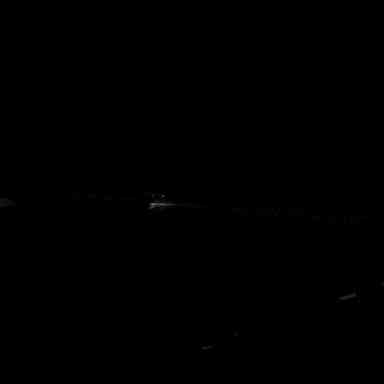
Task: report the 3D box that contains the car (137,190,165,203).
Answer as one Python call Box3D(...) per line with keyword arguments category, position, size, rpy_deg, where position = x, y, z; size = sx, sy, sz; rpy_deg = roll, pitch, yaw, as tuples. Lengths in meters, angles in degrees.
Box3D(category="car", position=(-5.460, 0.515, 44.309), size=(2.097, 1.767, 4.553), rpy_deg=(-1, 1, -35))
